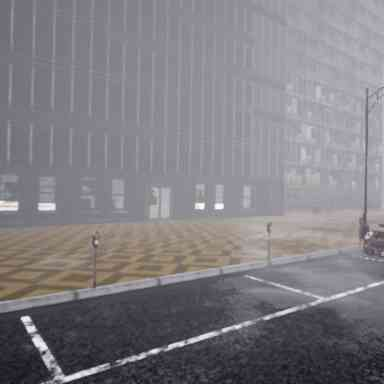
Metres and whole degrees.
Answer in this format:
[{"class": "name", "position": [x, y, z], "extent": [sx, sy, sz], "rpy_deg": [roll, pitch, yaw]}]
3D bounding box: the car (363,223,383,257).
[{"class": "car", "position": [8.160, 1.592, 12.384], "extent": [4.097, 1.590, 1.967], "rpy_deg": [1, 0, -36]}]
